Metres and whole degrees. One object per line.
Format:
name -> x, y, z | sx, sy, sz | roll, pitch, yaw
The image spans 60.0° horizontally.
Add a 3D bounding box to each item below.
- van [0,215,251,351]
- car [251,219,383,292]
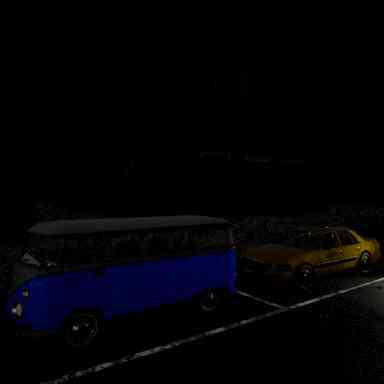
van -> -1.042, 1.341, 5.903 | 3.998, 1.788, 1.690 | 0, 0, -35
car -> 3.253, 1.526, 8.953 | 4.829, 1.417, 1.752 | 0, 0, -35
